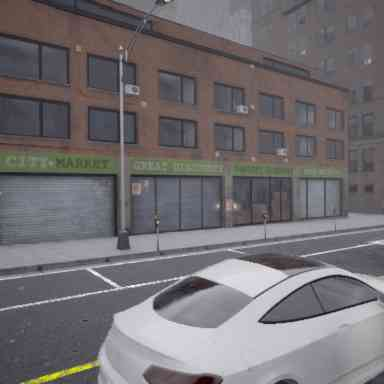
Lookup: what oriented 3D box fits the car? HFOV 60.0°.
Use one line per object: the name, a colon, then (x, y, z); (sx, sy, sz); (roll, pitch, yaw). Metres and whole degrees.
car: (1.222, 1.524, 4.148); (4.674, 1.442, 1.812); (0, 0, -35)
